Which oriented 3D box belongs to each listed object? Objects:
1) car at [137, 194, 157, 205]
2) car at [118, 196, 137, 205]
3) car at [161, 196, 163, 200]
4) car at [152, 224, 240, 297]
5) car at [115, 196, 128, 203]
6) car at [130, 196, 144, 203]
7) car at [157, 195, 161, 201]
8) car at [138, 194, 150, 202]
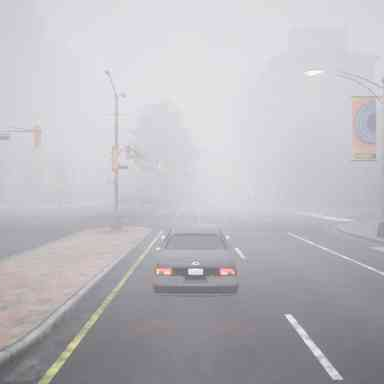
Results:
[{"bbox_3d":[-7.994,1.564,58.932,1.994,1.385,4.181,0,0,1],"label":"car"},{"bbox_3d":[-11.489,1.491,59.616,2.128,1.511,4.902,0,0,0],"label":"car"},{"bbox_3d":[-7.896,1.500,77.779,1.837,1.490,4.892,0,0,0],"label":"car"},{"bbox_3d":[0.086,1.547,8.771,2.033,1.411,5.357,0,0,0],"label":"car"},{"bbox_3d":[-14.657,1.595,69.419,1.895,1.301,4.718,0,0,0],"label":"car"},{"bbox_3d":[-11.407,1.525,69.537,2.128,1.511,4.902,0,0,0],"label":"car"},{"bbox_3d":[-7.928,1.526,67.449,1.812,1.442,4.674,0,0,1],"label":"car"},{"bbox_3d":[-11.394,1.355,79.549,2.097,1.767,4.553,0,0,0],"label":"car"}]
